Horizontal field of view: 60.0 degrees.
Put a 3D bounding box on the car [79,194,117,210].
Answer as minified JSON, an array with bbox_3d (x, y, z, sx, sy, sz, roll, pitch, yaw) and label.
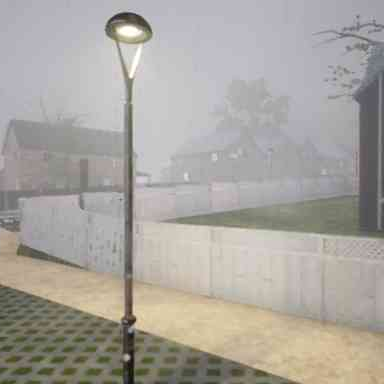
[{"bbox_3d":[-7.286,0.750,22.020,4.718,1.301,1.895,-4,3,-40],"label":"car"}]

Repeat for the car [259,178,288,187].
[{"bbox_3d":[8.847,-0.688,35.560,4.553,1.767,2.097,-4,3,-40],"label":"car"}]

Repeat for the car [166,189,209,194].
[{"bbox_3d":[0.007,0.213,28.150,4.718,1.301,1.895,-4,3,-40],"label":"car"}]
